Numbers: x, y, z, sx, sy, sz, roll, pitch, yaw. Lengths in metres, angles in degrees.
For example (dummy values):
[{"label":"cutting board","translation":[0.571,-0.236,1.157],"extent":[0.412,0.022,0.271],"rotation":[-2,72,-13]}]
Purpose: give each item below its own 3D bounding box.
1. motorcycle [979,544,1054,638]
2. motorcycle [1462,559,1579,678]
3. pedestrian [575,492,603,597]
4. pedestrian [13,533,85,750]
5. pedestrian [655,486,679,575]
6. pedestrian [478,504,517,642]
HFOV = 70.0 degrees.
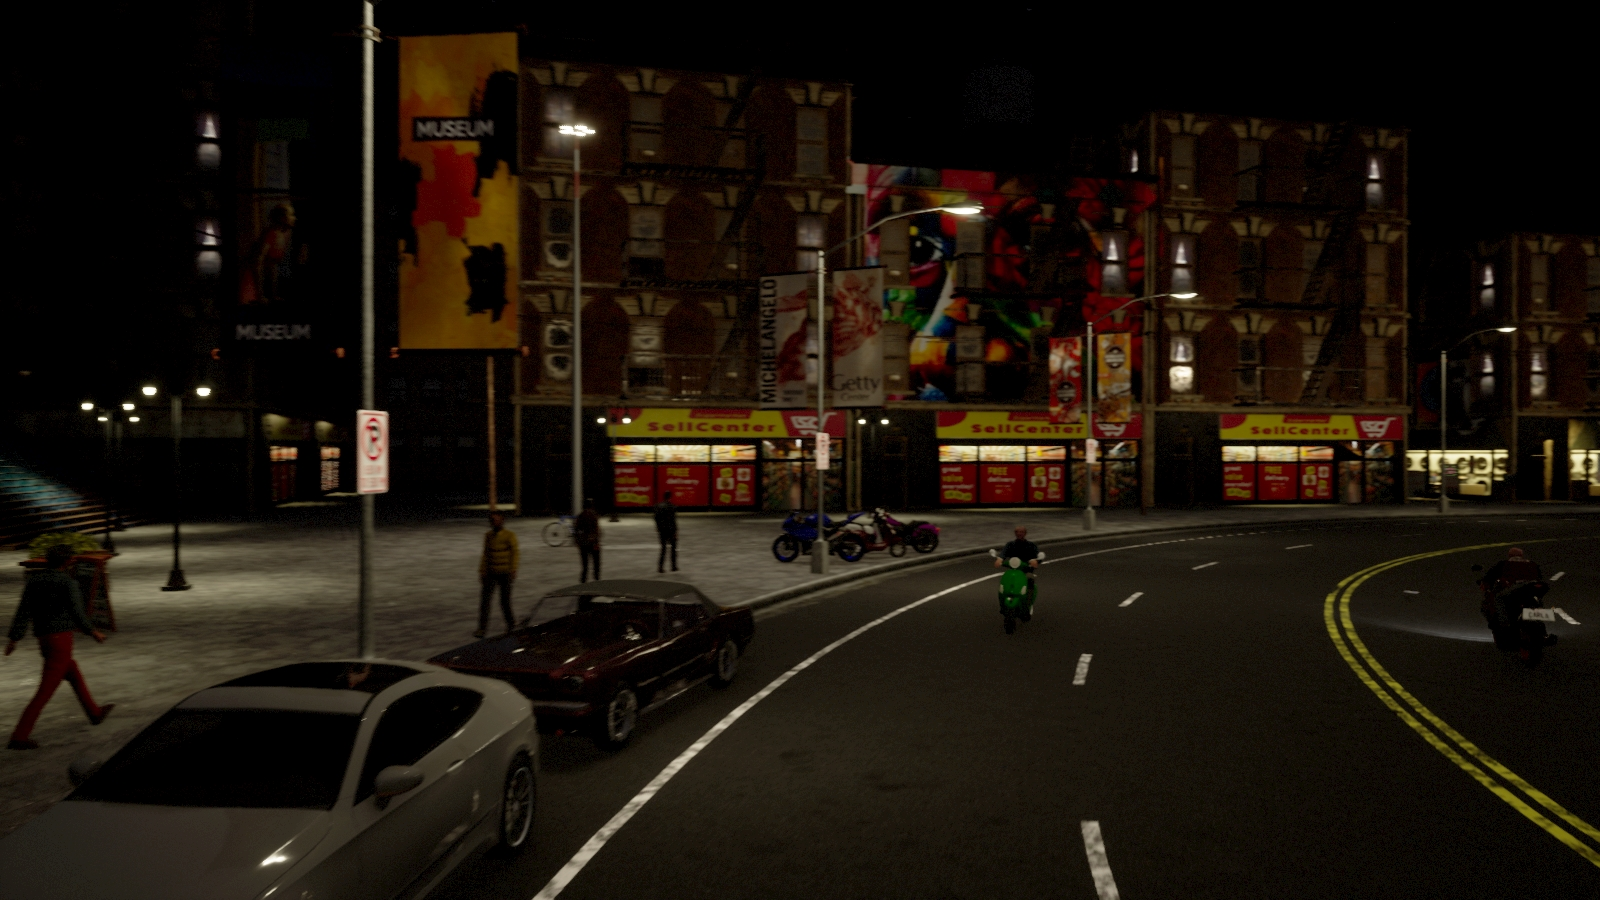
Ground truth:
[{"label":"motorcycle","translation":[3.438,2.186,18.041],"extent":[0.856,1.236,1.805],"rotation":[1,0,20]},{"label":"motorcycle","translation":[9.680,2.217,15.446],"extent":[0.867,1.251,2.209],"rotation":[1,0,19]},{"label":"pedestrian","translation":[-3.808,1.694,20.608],"extent":[0.375,1.860,0.375],"rotation":[0,0,13]},{"label":"pedestrian","translation":[-6.699,1.687,10.198],"extent":[0.375,1.860,0.375],"rotation":[0,0,15]},{"label":"pedestrian","translation":[-2.818,1.694,24.241],"extent":[0.375,1.860,0.375],"rotation":[0,0,19]},{"label":"pedestrian","translation":[-4.184,1.691,15.813],"extent":[0.375,1.860,0.375],"rotation":[0,0,16]}]
